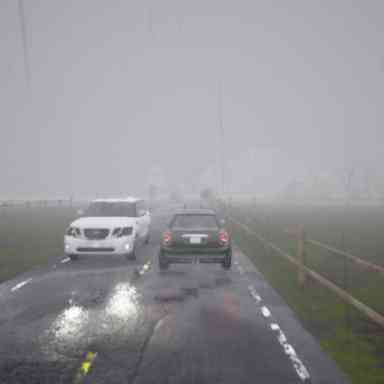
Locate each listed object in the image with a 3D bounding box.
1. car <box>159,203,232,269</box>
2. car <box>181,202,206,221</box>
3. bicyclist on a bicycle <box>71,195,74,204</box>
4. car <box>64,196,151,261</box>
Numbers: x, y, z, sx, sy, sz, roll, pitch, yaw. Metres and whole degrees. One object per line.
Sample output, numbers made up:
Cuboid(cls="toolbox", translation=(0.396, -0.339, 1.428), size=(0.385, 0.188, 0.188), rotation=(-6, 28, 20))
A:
Cuboid(cls="car", translation=(0.096, 1.338, 11.267), size=(2.097, 1.767, 4.553), rotation=(0, 0, 0))
Cuboid(cls="car", translation=(0.103, 1.559, 27.612), size=(1.895, 1.301, 4.718), rotation=(0, 0, 0))
Cuboid(cls="bicyclist on a bicycle", translation=(-22.500, 1.412, 62.540), size=(0.582, 1.620, 1.656), rotation=(0, 0, 0))
Cuboid(cls="car", translation=(-2.847, 1.203, 12.555), size=(2.150, 2.045, 5.566), rotation=(0, 0, 0))
